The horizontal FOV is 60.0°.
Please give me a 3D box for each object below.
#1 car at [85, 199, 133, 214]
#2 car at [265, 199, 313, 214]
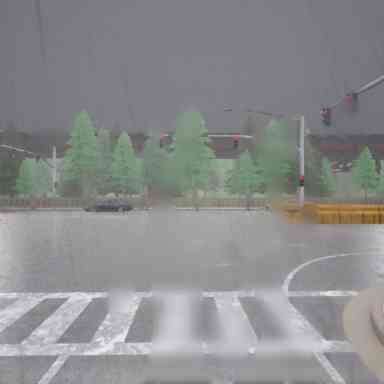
[{"bbox_3d":[-8.675,1.505,34.827,4.892,1.490,1.837,0,0,-2],"label":"car"},{"bbox_3d":[10.338,1.477,35.406,5.008,1.535,1.882,0,0,-2],"label":"car"}]
